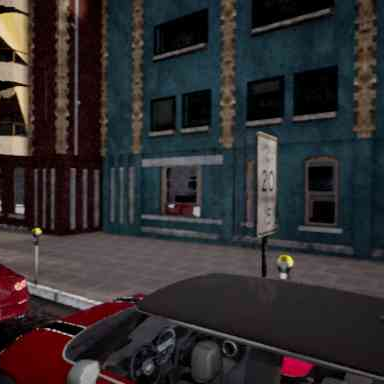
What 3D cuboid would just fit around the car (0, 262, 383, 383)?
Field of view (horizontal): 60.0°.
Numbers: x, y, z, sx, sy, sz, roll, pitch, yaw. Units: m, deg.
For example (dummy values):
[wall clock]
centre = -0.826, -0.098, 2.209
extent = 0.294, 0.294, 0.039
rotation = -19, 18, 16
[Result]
[car]
centre = 0.104, 1.427, 2.643
extent = 4.097, 1.590, 1.967
rotation = 0, 1, 34
